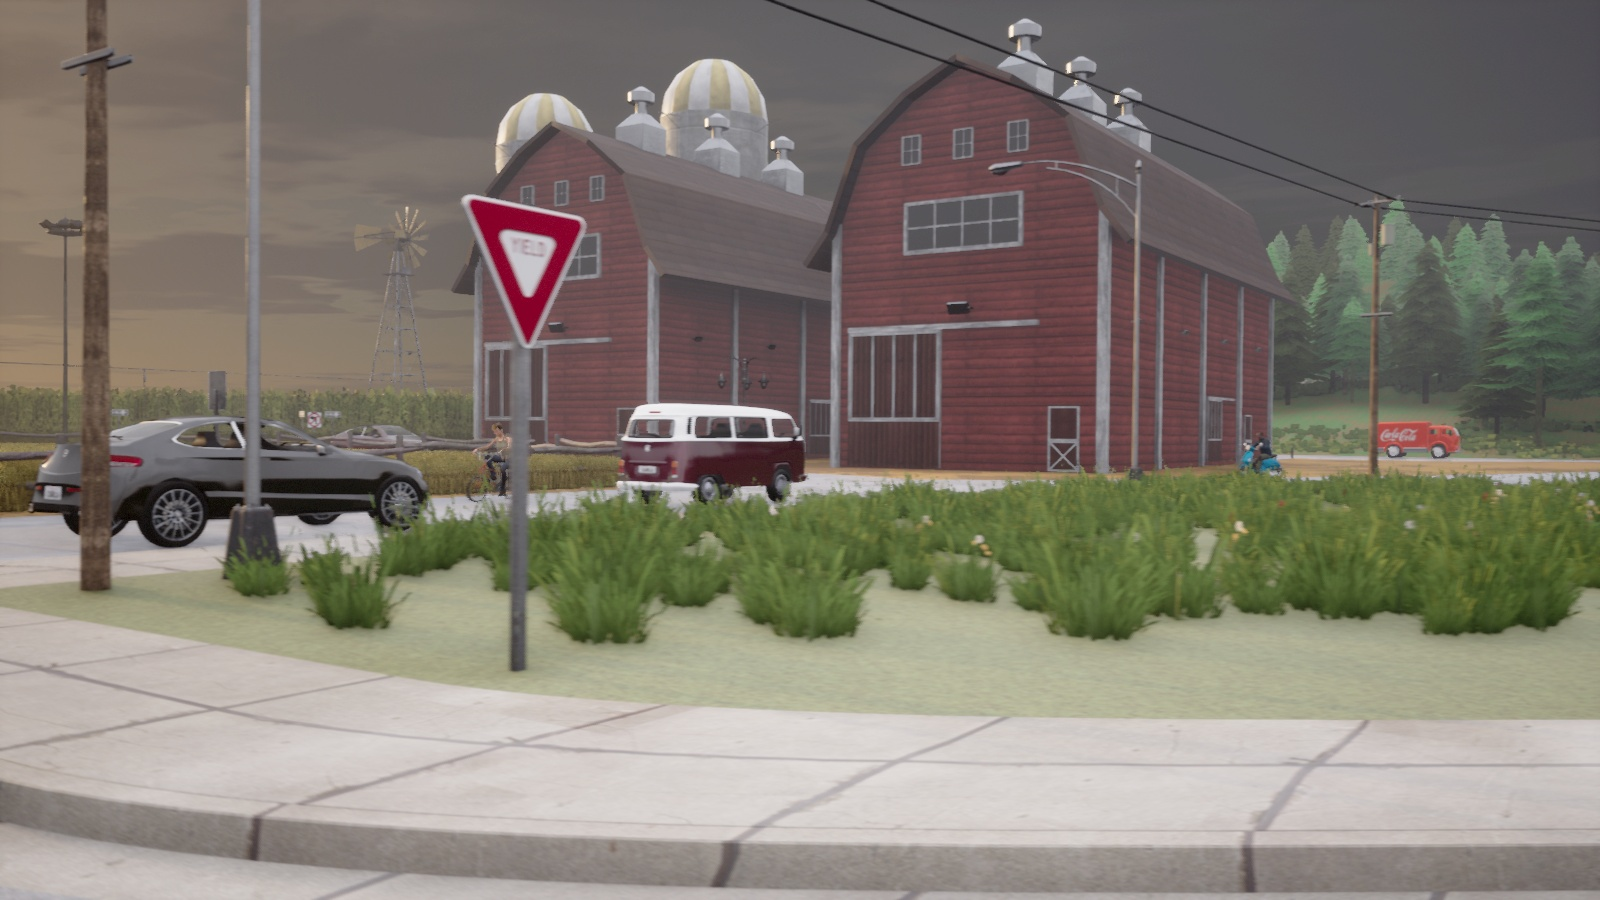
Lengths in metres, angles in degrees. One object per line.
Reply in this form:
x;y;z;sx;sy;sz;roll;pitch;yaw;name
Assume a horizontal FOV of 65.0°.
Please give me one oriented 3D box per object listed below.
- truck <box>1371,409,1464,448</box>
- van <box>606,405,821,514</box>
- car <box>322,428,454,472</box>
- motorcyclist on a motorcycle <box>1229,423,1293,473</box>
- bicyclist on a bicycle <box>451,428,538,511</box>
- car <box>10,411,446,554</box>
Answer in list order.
41.254;-1.405;83.898;5.204;2.467;2.627;-1;0;35;truck
-1.674;0.115;25.858;2.069;2.038;4.480;0;1;34;van
-16.157;-0.028;49.192;5.027;1.651;2.152;0;1;32;car
14.888;-0.071;40.584;1.817;1.590;0.866;-1;1;-22;motorcyclist on a motorcycle
-6.192;0.370;25.500;0.866;1.612;1.509;0;1;33;bicyclist on a bicycle
-7.575;0.339;17.200;2.152;1.651;5.027;0;1;34;car
